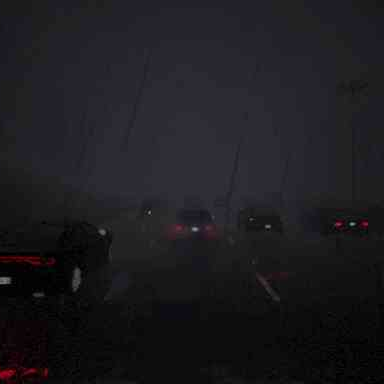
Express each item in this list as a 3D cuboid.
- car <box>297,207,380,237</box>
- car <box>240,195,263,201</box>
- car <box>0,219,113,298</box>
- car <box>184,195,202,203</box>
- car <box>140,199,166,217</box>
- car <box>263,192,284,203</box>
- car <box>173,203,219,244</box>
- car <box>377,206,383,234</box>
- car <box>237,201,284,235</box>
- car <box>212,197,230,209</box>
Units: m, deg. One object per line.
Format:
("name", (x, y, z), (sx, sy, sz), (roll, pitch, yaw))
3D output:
("car", (7.107, 1.462, 17.241), (2.033, 1.411, 5.357), (0, 0, 0))
("car", (7.090, 1.302, 41.341), (1.837, 1.490, 4.892), (0, 1, 0))
("car", (-3.397, 1.435, 8.491), (1.882, 1.535, 5.008), (0, 0, 0))
("car", (0.090, 1.151, 40.337), (2.097, 1.767, 4.553), (0, 0, 0))
("car", (-3.390, 1.361, 29.228), (1.837, 1.490, 4.892), (0, 1, 0))
("car", (10.580, 1.005, 44.152), (2.150, 2.045, 5.566), (0, 0, 0))
("car", (0.105, 1.471, 15.312), (2.033, 1.411, 5.357), (0, 0, 0))
("car", (10.606, 1.473, 18.455), (1.994, 1.385, 4.181), (0, 0, 0))
("car", (3.607, 1.436, 18.075), (1.812, 1.442, 4.674), (0, 0, 0))
("car", (3.591, 1.342, 41.423), (2.033, 1.411, 5.357), (0, 0, 0))
